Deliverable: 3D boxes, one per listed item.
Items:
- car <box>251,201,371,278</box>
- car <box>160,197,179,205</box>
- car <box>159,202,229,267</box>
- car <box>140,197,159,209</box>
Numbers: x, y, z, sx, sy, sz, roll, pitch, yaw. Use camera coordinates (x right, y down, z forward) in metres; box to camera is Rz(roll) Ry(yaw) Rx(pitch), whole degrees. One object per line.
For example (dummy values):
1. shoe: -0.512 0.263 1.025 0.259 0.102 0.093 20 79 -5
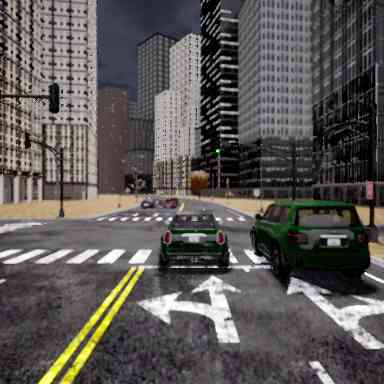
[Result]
1. car: 3.317 1.274 10.410 2.150 2.045 5.566 0 0 0
2. car: -3.355 1.737 49.692 1.812 1.442 4.674 0 0 0
3. car: 0.069 1.411 11.809 2.097 1.767 4.553 0 0 0
4. car: -6.603 1.704 50.030 2.128 1.511 4.902 0 0 0
